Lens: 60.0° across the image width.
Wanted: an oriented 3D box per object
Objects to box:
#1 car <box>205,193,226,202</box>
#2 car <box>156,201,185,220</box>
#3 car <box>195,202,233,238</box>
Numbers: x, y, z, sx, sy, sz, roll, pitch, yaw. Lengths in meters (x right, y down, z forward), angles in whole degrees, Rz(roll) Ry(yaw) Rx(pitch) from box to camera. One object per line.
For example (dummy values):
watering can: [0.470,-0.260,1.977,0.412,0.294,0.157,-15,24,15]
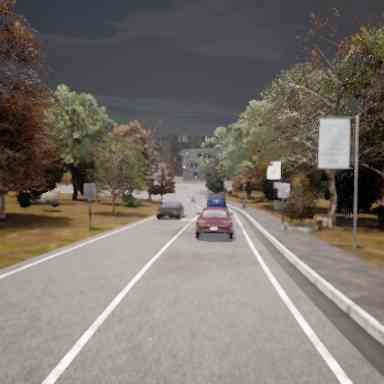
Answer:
car: [2.733,1.149,38.263,2.150,2.045,5.566,0,0,2]
car: [-1.654,1.470,27.517,2.033,1.411,5.357,1,0,5]
car: [1.190,1.503,17.484,1.812,1.442,4.674,1,0,5]
